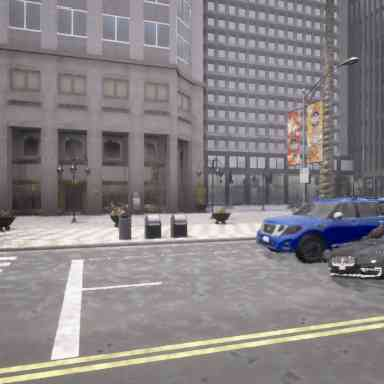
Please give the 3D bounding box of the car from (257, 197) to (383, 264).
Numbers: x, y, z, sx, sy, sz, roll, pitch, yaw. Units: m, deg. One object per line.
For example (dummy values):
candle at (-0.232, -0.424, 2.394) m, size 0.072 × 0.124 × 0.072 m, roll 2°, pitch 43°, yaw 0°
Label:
car at (5.115, 1.223, 11.894) m, size 5.566 × 2.045 × 2.150 m, roll 0°, pitch 0°, yaw -17°

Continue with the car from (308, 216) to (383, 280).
car at (5.798, 1.353, 8.497) m, size 4.892 × 1.490 × 1.837 m, roll -4°, pitch -10°, yaw -17°
